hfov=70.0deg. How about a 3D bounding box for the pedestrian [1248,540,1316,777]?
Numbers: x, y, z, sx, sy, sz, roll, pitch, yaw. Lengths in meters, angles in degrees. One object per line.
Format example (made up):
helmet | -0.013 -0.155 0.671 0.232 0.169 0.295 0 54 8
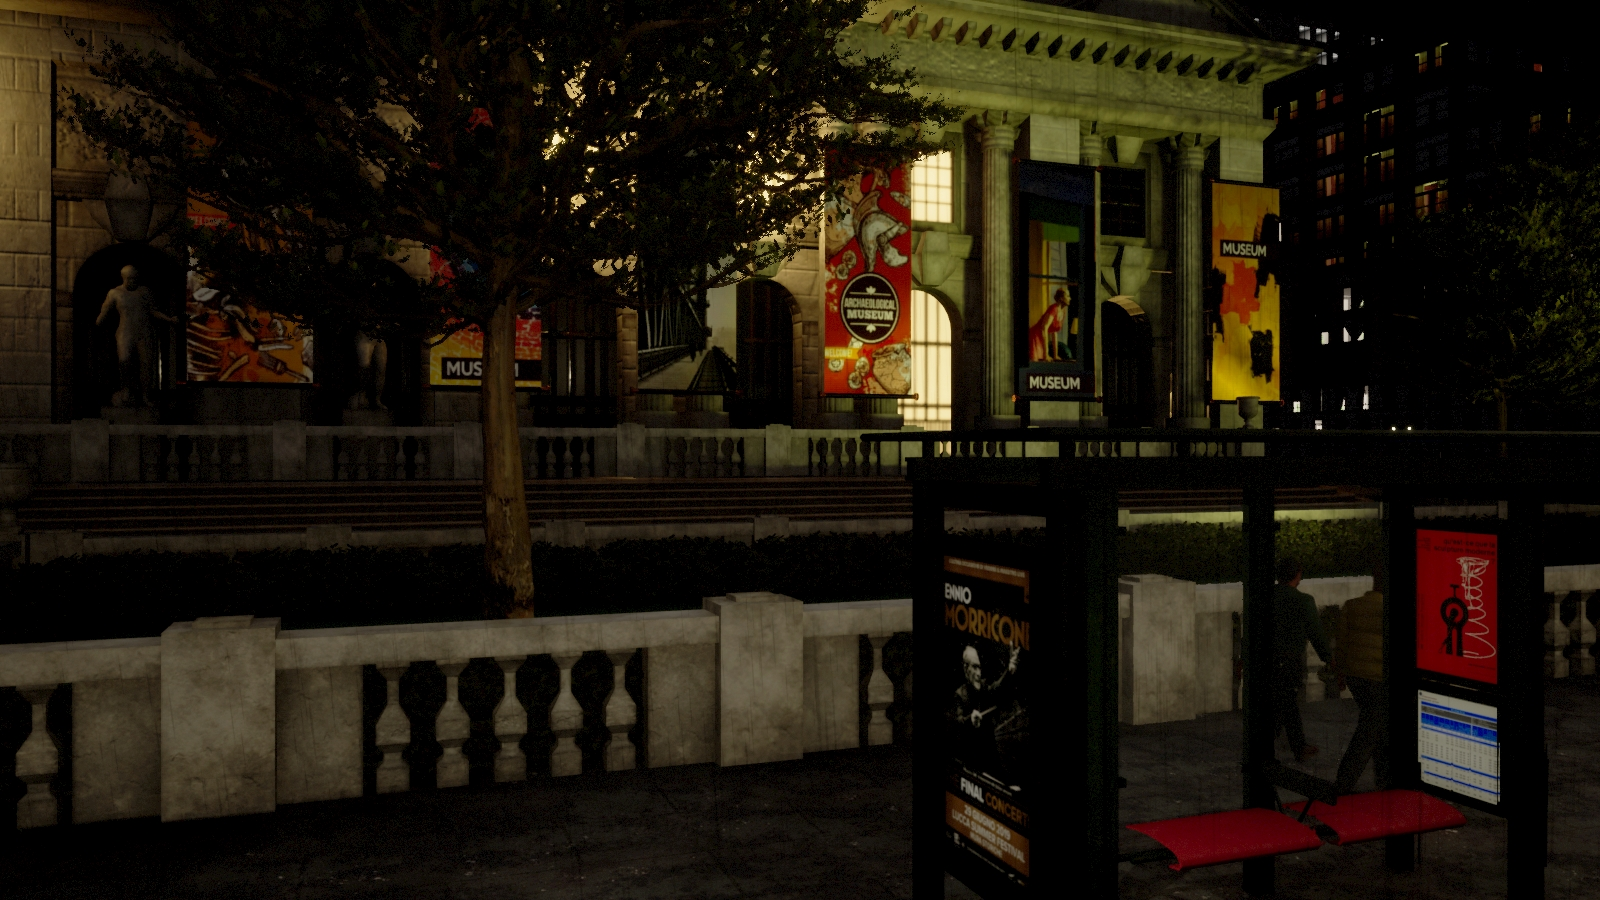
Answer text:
pedestrian | 3.979 1.698 9.437 0.375 1.860 0.375 0 0 -32

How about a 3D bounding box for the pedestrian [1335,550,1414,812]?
pedestrian | 4.282 1.697 8.524 0.375 1.860 0.375 0 0 -17
